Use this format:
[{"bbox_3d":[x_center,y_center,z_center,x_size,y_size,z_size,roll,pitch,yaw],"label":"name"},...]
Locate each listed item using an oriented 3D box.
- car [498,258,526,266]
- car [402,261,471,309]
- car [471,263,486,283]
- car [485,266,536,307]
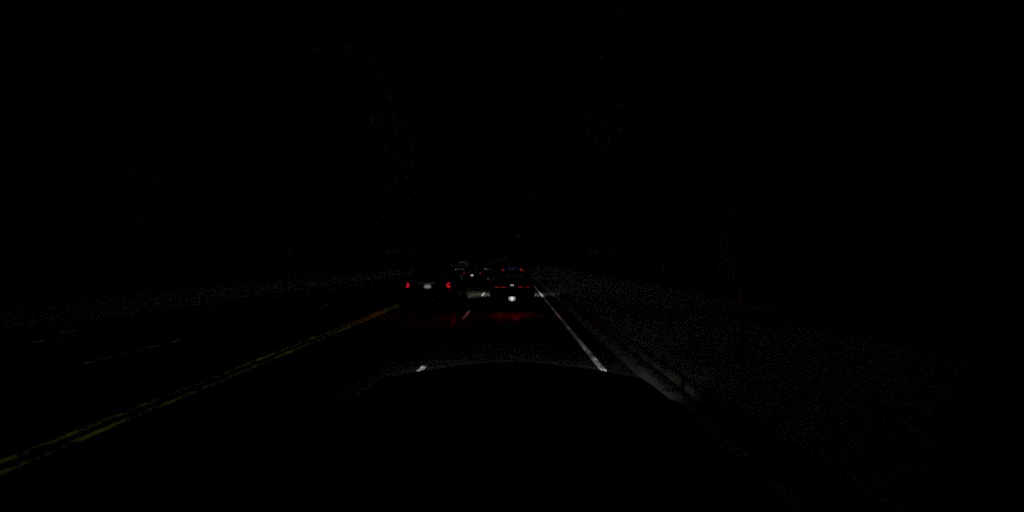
[{"bbox_3d":[0.006,1.206,30.859,2.150,2.045,5.566,0,0,0],"label":"car"},{"bbox_3d":[-3.245,1.223,15.916,2.097,1.767,4.553,0,-1,0],"label":"car"},{"bbox_3d":[-3.242,1.555,31.121,1.994,1.385,4.181,0,0,0],"label":"car"},{"bbox_3d":[0.007,1.384,16.155,1.837,1.490,4.892,0,0,0],"label":"car"}]
